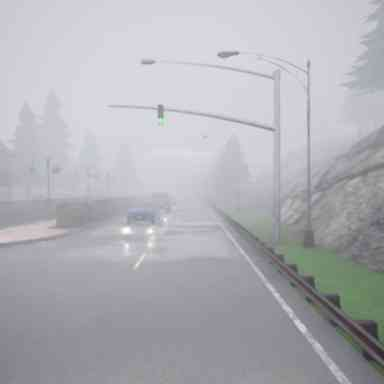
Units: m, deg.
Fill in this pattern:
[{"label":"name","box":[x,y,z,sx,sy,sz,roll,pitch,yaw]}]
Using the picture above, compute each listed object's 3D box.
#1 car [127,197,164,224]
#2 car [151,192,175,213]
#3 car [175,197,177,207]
[{"label":"car","box":[-3.418,1.367,24.205,1.882,1.535,5.008,0,0,0]},{"label":"car","box":[-3.341,1.061,34.971,2.150,2.045,5.566,0,0,0]},{"label":"car","box":[-3.245,1.137,46.789,2.097,1.767,4.553,0,0,1]}]
